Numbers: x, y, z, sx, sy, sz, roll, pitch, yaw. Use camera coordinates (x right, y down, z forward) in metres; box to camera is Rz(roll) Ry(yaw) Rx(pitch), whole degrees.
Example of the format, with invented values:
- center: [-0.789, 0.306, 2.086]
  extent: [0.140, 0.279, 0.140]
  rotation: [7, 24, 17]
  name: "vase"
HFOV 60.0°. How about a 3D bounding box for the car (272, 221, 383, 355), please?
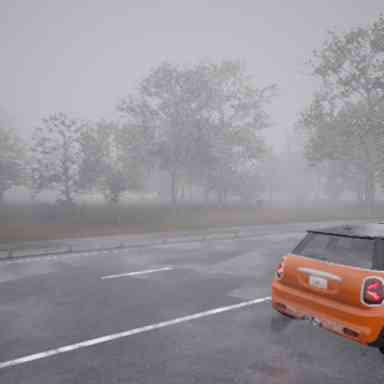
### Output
- center: [3.657, 1.353, 6.045]
  extent: [4.553, 1.767, 2.097]
  rotation: [0, 0, -32]
  name: "car"
